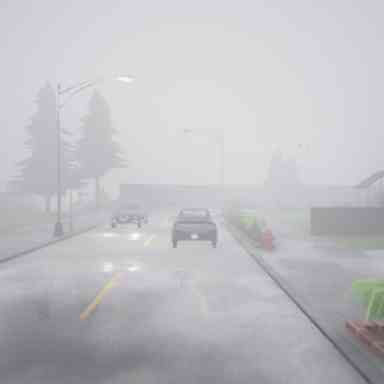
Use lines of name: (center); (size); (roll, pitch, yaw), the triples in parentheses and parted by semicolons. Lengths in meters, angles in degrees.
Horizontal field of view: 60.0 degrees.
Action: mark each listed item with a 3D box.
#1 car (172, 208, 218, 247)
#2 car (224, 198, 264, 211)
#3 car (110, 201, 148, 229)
car: (0.102, 1.485, 15.071); (2.128, 1.511, 4.902); (0, 0, 0)
car: (5.902, 1.489, 38.230); (4.892, 1.490, 1.837); (0, -4, -15)
car: (-3.998, 1.408, 21.859); (1.837, 1.490, 4.892); (0, 0, 0)
